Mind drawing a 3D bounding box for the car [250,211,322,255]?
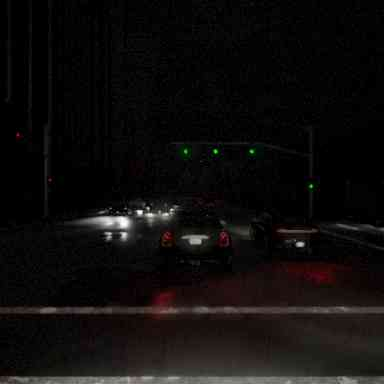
[{"bbox_3d":[3.596,1.526,13.469,2.128,1.511,4.902,0,0,0],"label":"car"}]

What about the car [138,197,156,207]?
[{"bbox_3d":[-7.040,1.589,52.796,2.033,1.411,5.357,0,0,1],"label":"car"}]

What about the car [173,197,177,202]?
[{"bbox_3d":[-3.578,1.542,47.148,1.837,1.490,4.892,0,0,0],"label":"car"}]

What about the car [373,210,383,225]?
[{"bbox_3d":[14.670,1.426,22.180,4.553,1.767,2.097,0,0,2],"label":"car"}]

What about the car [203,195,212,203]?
[{"bbox_3d":[3.494,1.538,75.447,1.882,1.535,5.008,0,0,0],"label":"car"}]

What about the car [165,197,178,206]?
[{"bbox_3d":[-3.504,1.593,57.557,2.033,1.411,5.357,0,0,0],"label":"car"}]

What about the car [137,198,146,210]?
[{"bbox_3d":[-7.089,1.560,43.210,1.812,1.442,4.674,0,0,0],"label":"car"}]

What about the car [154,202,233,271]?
[{"bbox_3d":[0.096,1.384,11.199,2.097,1.767,4.553,0,0,0],"label":"car"}]

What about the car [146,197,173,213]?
[{"bbox_3d":[-3.598,1.382,38.047,2.097,1.767,4.553,0,0,0],"label":"car"}]

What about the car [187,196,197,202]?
[{"bbox_3d":[-0.004,1.530,65.370,1.882,1.535,5.008,0,0,0],"label":"car"}]

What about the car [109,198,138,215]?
[{"bbox_3d":[-7.101,1.628,34.054,1.895,1.301,4.718,0,0,0],"label":"car"}]

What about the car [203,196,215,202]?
[{"bbox_3d":[3.495,1.557,65.348,1.837,1.490,4.892,0,0,0],"label":"car"}]
